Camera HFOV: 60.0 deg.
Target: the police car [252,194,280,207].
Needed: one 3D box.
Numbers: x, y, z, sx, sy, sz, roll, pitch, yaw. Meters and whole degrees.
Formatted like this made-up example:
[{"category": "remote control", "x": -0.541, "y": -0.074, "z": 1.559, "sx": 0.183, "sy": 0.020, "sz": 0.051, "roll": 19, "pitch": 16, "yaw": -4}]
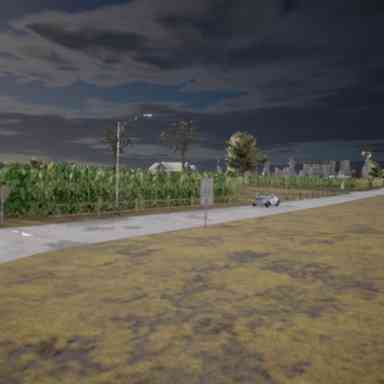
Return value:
[{"category": "police car", "x": 9.182, "y": 1.039, "z": 41.132, "sx": 2.038, "sy": 1.542, "sz": 4.974, "roll": 3, "pitch": 3, "yaw": 36}]
